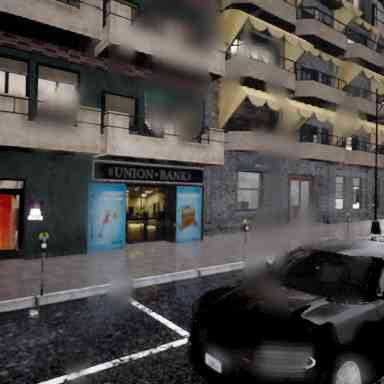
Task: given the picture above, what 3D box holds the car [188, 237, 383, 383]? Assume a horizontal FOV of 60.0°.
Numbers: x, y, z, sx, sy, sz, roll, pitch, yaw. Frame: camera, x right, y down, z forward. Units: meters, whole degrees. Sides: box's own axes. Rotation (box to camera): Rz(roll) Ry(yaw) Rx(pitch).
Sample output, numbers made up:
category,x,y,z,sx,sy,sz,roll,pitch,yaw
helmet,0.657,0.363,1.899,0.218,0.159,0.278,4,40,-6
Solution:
category,x,y,z,sx,sy,sz,roll,pitch,yaw
car,2.250,1.485,4.867,5.008,1.535,1.882,0,0,-36
